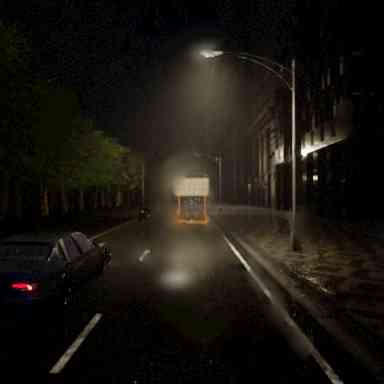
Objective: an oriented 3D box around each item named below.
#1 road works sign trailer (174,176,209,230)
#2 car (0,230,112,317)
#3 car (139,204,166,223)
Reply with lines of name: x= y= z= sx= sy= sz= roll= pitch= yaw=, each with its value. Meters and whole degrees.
road works sign trailer: x=0.000 y=0.713 z=22.916 sx=2.380 sy=3.560 sz=2.880 roll=0 pitch=-1 yaw=0
car: x=-3.400 y=1.632 z=7.942 sx=2.033 sy=1.411 sz=5.357 roll=0 pitch=-1 yaw=0
car: x=-3.400 y=1.819 z=28.946 sx=2.128 sy=1.511 sz=4.902 roll=0 pitch=-1 yaw=0
